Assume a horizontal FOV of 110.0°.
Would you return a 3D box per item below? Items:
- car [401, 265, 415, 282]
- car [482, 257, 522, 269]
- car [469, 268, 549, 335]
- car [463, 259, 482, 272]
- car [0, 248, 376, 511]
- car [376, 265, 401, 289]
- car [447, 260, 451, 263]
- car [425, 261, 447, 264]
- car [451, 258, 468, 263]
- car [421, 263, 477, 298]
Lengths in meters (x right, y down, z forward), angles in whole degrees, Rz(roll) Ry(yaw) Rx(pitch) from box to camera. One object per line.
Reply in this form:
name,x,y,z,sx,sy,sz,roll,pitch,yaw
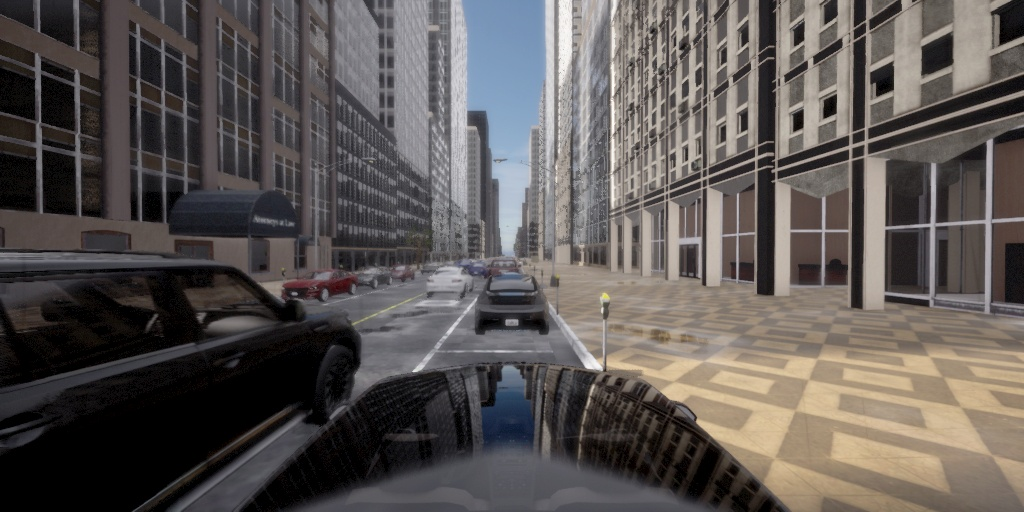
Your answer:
car,-8.837,1.327,28.206,1.802,1.307,4.207,0,0,0
car,-0.457,1.061,22.523,2.192,1.841,5.009,0,0,0
car,-0.001,1.252,10.501,1.837,1.490,4.892,0,0,0
car,-3.119,1.270,33.492,1.812,1.442,4.674,0,0,1
car,-3.146,0.974,2.571,2.150,2.045,5.566,0,0,0
car,-8.838,1.297,22.523,2.007,1.370,4.403,0,0,0
car,-8.837,1.291,50.940,2.007,1.370,4.403,0,0,0
car,-8.837,1.293,39.574,2.007,1.370,4.403,0,0,0
car,-6.172,1.219,46.393,1.882,1.535,5.008,0,0,0
car,-3.119,1.272,18.485,1.812,1.442,4.674,0,0,1
